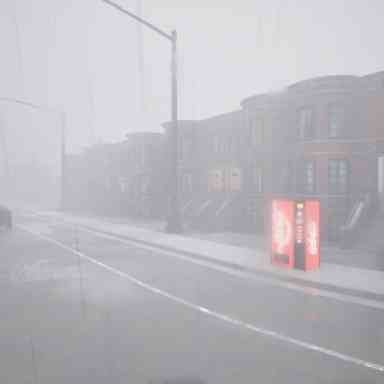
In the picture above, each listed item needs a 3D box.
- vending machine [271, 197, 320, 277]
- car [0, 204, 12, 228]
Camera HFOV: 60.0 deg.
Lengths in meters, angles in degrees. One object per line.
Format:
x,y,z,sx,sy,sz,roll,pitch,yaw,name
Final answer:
2.941,1.195,9.479,1.100,2.100,0.880,0,0,-40,vending machine
-12.922,1.478,21.394,1.882,1.535,5.008,0,0,-36,car
